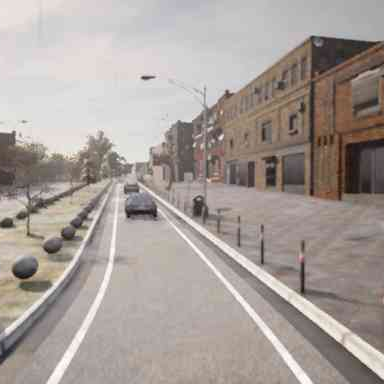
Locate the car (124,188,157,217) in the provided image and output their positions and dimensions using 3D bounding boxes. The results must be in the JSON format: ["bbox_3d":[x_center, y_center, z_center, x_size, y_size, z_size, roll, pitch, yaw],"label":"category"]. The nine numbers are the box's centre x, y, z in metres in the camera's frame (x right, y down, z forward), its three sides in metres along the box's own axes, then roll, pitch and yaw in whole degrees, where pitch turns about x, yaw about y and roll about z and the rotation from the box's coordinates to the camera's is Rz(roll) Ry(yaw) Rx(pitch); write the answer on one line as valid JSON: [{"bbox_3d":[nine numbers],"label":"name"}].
[{"bbox_3d":[-3.416,0.767,21.998,1.994,1.385,4.181,0,4,-12],"label":"car"}]

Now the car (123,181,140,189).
[{"bbox_3d":[-7.480,-0.591,41.104,2.128,1.511,4.902,0,4,-12],"label":"car"}]
